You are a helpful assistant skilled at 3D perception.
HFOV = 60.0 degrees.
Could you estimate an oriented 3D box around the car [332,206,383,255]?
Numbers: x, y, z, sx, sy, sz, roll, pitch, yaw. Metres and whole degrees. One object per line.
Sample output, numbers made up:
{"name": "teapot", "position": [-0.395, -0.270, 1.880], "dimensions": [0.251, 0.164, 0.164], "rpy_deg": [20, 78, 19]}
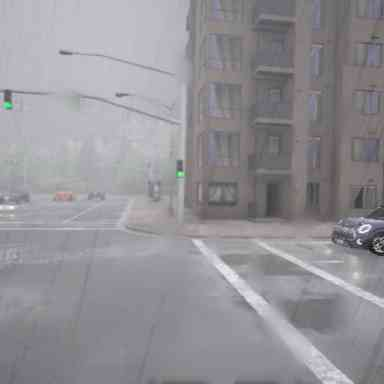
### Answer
{"name": "car", "position": [7.777, 1.309, 12.684], "dimensions": [4.553, 1.767, 2.097], "rpy_deg": [1, 1, -8]}

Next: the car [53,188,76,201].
{"name": "car", "position": [-16.372, 0.229, 43.067], "dimensions": [2.097, 1.767, 4.553], "rpy_deg": [1, 1, -9]}

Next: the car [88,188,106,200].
{"name": "car", "position": [-13.815, 0.195, 48.591], "dimensions": [2.097, 1.767, 4.553], "rpy_deg": [1, 1, -9]}

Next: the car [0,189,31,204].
{"name": "car", "position": [-18.895, 0.434, 35.727], "dimensions": [2.128, 1.511, 4.902], "rpy_deg": [1, 1, -9]}
